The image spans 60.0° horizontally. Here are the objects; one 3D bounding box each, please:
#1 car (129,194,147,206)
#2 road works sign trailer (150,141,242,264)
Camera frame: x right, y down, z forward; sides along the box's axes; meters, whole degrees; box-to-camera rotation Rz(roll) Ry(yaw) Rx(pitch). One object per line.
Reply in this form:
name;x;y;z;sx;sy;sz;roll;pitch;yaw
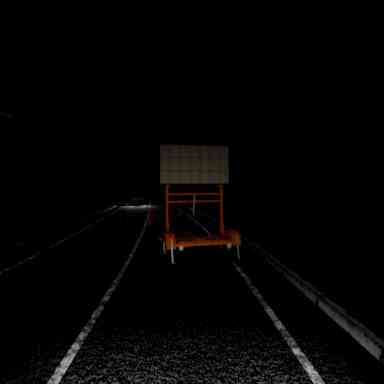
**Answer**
car;-6.847;0.940;42.406;1.812;1.442;4.674;0;1;-7
road works sign trailer;0.041;0.175;10.817;2.380;3.560;2.880;-1;1;-16
